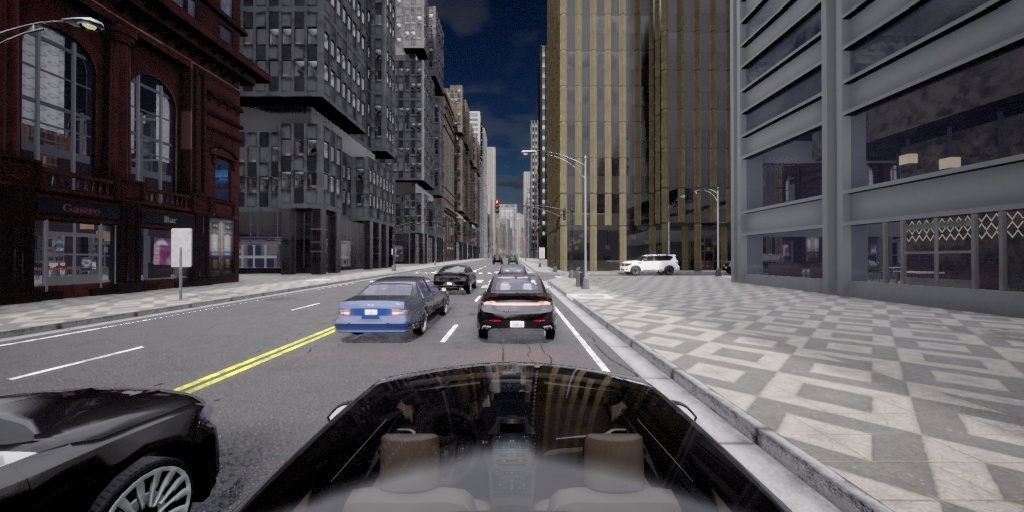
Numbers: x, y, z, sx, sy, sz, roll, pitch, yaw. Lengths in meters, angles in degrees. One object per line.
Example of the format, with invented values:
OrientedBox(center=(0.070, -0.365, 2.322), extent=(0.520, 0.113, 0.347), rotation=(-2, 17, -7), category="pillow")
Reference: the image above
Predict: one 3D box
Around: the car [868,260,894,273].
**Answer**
OrientedBox(center=(34.779, 1.099, 35.803), extent=(5.357, 1.411, 2.033), rotation=(0, 0, 0), category="car")

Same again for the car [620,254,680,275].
OrientedBox(center=(13.735, 0.859, 35.816), extent=(5.566, 2.045, 2.150), rotation=(0, 0, 0), category="car")

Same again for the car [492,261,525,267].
OrientedBox(center=(0.044, 1.225, 19.489), extent=(2.128, 1.511, 4.902), rotation=(0, 0, 0), category="car")

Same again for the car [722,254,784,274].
OrientedBox(center=(24.162, 0.815, 35.816), extent=(5.566, 2.045, 2.150), rotation=(0, 0, 0), category="car")

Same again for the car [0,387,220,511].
OrientedBox(center=(-3.149, 1.241, 0.736), extent=(2.128, 1.511, 4.902), rotation=(0, 0, 0), category="car")

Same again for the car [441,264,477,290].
OrientedBox(center=(-3.102, 1.210, 20.248), extent=(1.882, 1.535, 5.008), rotation=(0, 0, 0), category="car")

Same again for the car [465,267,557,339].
OrientedBox(center=(0.119, 1.238, 10.059), extent=(2.128, 1.511, 4.902), rotation=(0, 0, 0), category="car")

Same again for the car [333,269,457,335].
OrientedBox(center=(-3.129, 1.293, 10.480), extent=(2.033, 1.411, 5.357), rotation=(0, 0, 0), category="car")
